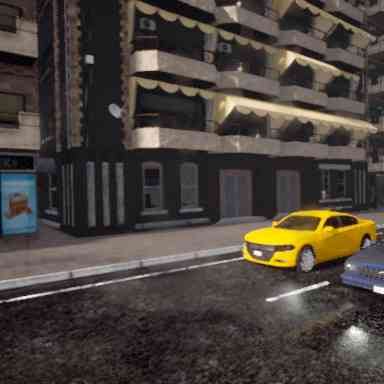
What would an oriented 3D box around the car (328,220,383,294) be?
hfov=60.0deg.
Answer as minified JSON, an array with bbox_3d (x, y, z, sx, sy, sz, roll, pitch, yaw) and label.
[{"bbox_3d":[5.707,1.406,7.757,5.357,1.411,2.033,-1,1,-35],"label":"car"}]

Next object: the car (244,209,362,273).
[{"bbox_3d":[3.796,1.337,10.383,5.008,1.535,1.882,-1,1,-35],"label":"car"}]
